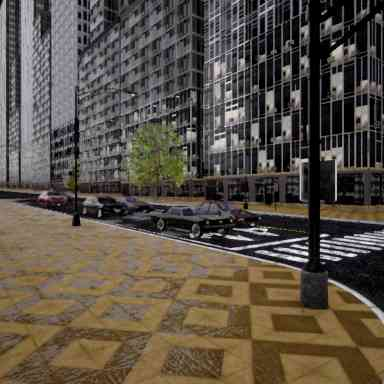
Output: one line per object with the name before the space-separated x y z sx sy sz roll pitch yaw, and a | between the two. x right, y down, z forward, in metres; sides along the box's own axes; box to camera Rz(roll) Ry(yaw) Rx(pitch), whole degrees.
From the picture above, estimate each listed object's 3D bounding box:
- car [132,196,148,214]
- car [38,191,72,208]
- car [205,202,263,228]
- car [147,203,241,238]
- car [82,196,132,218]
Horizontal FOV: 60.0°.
car | -5.369 1.081 28.601 2.033 1.411 5.357 0 1 -38
car | -14.863 0.687 35.471 2.097 1.767 4.553 0 1 -38
car | 1.659 1.289 19.706 2.033 1.411 5.357 0 1 -36
car | -0.065 1.372 16.587 1.895 1.301 4.718 0 1 -38
car | -6.676 1.080 25.000 1.837 1.490 4.892 0 1 -38
